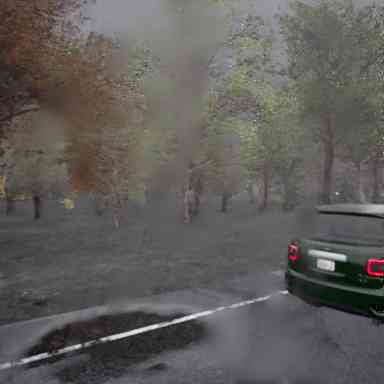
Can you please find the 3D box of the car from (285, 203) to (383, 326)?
[{"bbox_3d":[4.300,1.255,6.820,5.566,2.045,2.150,0,0,-36],"label":"car"}]
